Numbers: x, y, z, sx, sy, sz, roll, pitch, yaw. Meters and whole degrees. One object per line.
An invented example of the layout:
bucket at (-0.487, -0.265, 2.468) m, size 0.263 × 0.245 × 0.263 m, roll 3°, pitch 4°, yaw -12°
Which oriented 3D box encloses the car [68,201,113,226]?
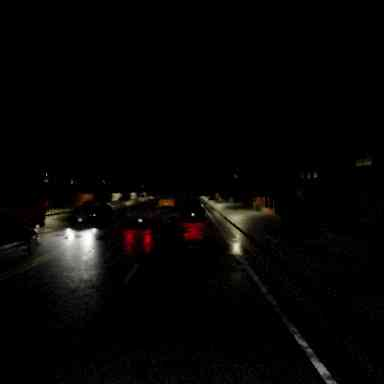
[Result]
car at (-6.575, 1.363, 22.024) m, size 2.128 × 1.511 × 4.902 m, roll 0°, pitch 0°, yaw 0°

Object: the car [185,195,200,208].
car at (0.075, 1.271, 44.143) m, size 1.882 × 1.535 × 5.008 m, roll 0°, pitch 0°, yaw 0°

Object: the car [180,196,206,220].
car at (0.077, 1.357, 26.474) m, size 1.837 × 1.490 × 4.892 m, roll 0°, pitch 0°, yaw 0°

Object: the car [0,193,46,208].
car at (-9.847, 1.111, 17.839) m, size 2.150 × 2.045 × 5.566 m, roll 0°, pitch 0°, yaw 0°

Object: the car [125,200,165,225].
car at (-3.181, 1.469, 22.702) m, size 1.895 × 1.301 × 4.718 m, roll 0°, pitch 0°, yaw 0°

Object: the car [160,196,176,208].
car at (-3.174, 1.274, 42.889) m, size 1.882 × 1.535 × 5.008 m, roll 0°, pitch 0°, yaw 0°

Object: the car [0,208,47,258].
car at (-6.570, 1.439, 10.454) m, size 1.837 × 1.490 × 4.892 m, roll 0°, pitch 0°, yaw 0°
